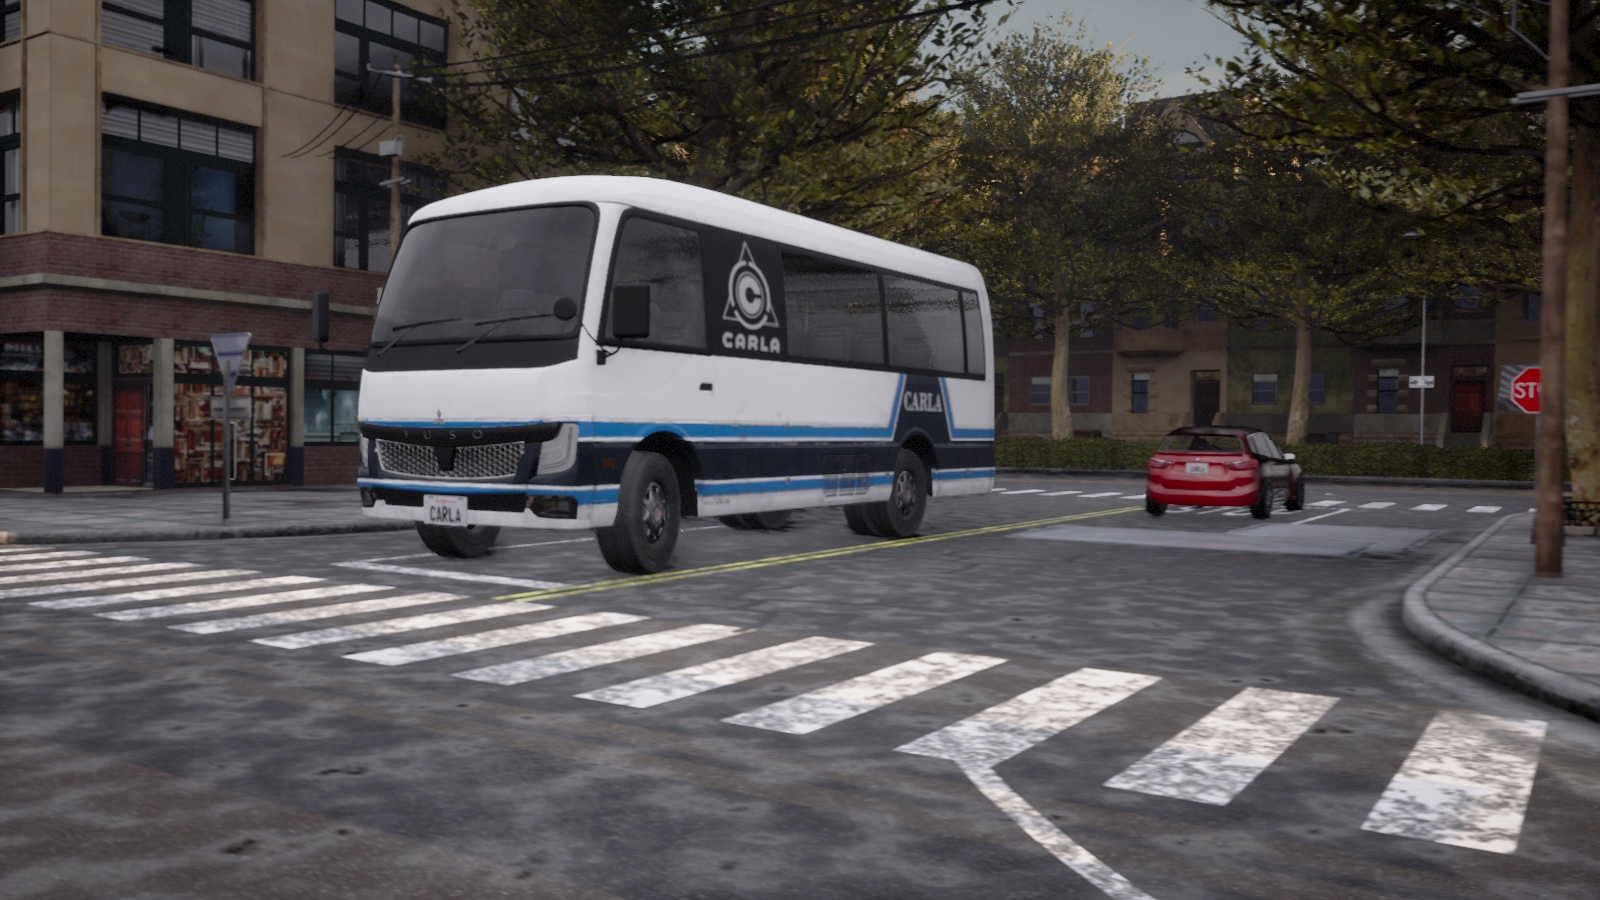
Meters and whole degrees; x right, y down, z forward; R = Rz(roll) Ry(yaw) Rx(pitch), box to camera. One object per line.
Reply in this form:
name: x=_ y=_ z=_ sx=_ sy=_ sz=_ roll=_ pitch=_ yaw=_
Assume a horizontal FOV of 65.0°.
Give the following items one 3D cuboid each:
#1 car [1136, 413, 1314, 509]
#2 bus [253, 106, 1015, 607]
car: x=8.354 y=0.151 z=24.391 sx=2.242 sy=1.667 sz=4.611 roll=0 pitch=1 yaw=32
bus: x=-1.123 y=-0.878 z=16.065 sx=3.944 sy=4.253 sz=10.273 roll=0 pitch=1 yaw=32
